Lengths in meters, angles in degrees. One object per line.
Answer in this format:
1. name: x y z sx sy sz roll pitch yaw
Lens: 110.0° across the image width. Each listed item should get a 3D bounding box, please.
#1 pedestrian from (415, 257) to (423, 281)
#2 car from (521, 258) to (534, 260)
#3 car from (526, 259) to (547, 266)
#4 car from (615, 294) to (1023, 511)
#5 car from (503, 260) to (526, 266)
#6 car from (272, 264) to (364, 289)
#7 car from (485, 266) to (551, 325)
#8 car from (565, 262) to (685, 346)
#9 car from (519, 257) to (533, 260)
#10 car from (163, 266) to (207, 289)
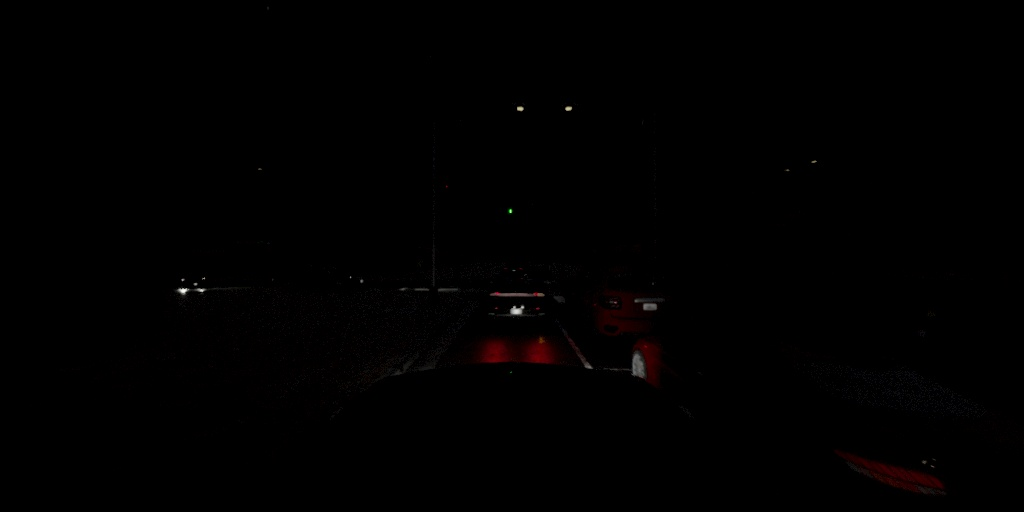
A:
1. pedestrian: -6.914 0.926 26.728 0.375 1.860 0.375 0 -1 0
2. car: 2.645 1.326 52.016 1.888 1.381 4.507 0 0 0
3. car: 2.643 1.303 35.705 1.888 1.381 4.507 0 0 0
4. car: 2.639 1.330 3.827 1.802 1.307 4.207 0 0 0
5. car: 0.104 1.321 35.542 1.994 1.385 4.181 0 0 0
6. car: -11.186 1.204 20.852 4.902 1.511 2.128 0 -1 0
7. car: 0.259 1.237 11.793 2.128 1.511 4.902 0 0 3
8. car: 2.639 1.061 9.275 2.192 1.841 5.009 0 0 0
9. car: 2.646 1.107 57.453 2.192 1.841 5.009 0 0 0
10. car: -21.011 1.247 20.818 5.357 1.411 2.033 0 -1 0
